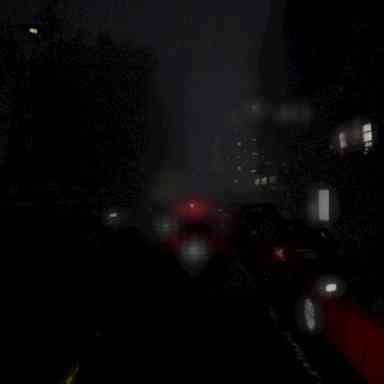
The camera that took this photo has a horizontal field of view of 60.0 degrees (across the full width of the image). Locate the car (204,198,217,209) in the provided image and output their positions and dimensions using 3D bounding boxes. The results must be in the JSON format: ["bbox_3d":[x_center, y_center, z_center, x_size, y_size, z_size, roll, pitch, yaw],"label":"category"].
[{"bbox_3d":[2.693,1.667,49.035,1.752,1.417,4.829,0,0,0],"label":"car"}]

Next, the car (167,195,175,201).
[{"bbox_3d":[-5.685,1.618,92.432,2.192,1.841,5.009,0,0,0],"label":"car"}]

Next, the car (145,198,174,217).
[{"bbox_3d":[-3.098,1.592,32.294,1.837,1.490,4.892,0,0,0],"label":"car"}]

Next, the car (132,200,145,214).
[{"bbox_3d":[-5.689,1.628,37.434,1.752,1.417,4.829,0,0,0],"label":"car"}]

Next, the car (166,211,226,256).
[{"bbox_3d":[0.083,1.636,13.258,1.895,1.301,4.718,0,0,0],"label":"car"}]

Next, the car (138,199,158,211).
[{"bbox_3d":[-5.688,1.673,43.234,2.008,1.369,4.403,0,0,0],"label":"car"}]

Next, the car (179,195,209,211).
[{"bbox_3d":[0.090,1.298,28.996,2.150,2.045,5.566,0,0,0],"label":"car"}]

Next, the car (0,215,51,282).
[{"bbox_3d":[-5.692,1.465,9.452,1.967,1.590,4.097,0,0,0],"label":"car"}]

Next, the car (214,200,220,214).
[{"bbox_3d":[2.690,1.494,20.713,1.967,1.590,4.097,0,0,0],"label":"car"}]

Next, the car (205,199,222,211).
[{"bbox_3d":[2.693,1.687,43.234,1.947,1.339,4.313,0,0,0],"label":"car"}]

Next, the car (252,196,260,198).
[{"bbox_3d":[14.622,1.826,75.856,5.009,1.841,2.192,1,-1,0],"label":"car"}]

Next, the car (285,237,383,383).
[{"bbox_3d":[2.688,1.555,3.823,1.887,1.381,4.507,0,0,0],"label":"car"}]

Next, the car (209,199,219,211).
[{"bbox_3d":[2.691,1.543,37.604,1.967,1.590,4.097,0,0,0],"label":"car"}]

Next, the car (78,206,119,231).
[{"bbox_3d":[-5.690,1.605,20.713,2.008,1.369,4.403,0,0,0],"label":"car"}]

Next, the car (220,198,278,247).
[{"bbox_3d":[2.689,1.355,15.083,2.192,1.841,5.009,0,0,0],"label":"car"}]

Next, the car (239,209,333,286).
[{"bbox_3d":[2.689,1.465,9.452,1.967,1.590,4.097,0,0,0],"label":"car"}]

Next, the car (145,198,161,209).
[{"bbox_3d":[-5.688,1.666,48.695,1.752,1.417,4.829,0,0,0],"label":"car"}]
